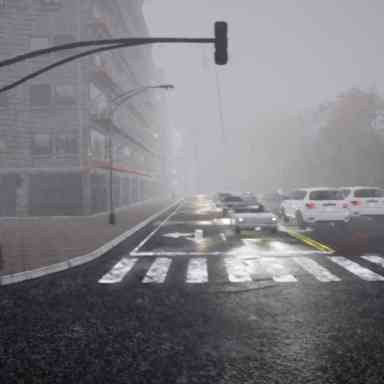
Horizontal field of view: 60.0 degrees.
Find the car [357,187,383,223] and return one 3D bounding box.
[{"bbox_3d":[9.680,0.703,20.416,2.150,2.045,5.566,-1,1,1],"label":"car"}]

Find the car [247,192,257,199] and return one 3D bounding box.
[{"bbox_3d":[6.947,0.763,41.908,2.033,1.411,5.357,-1,1,1],"label":"car"}]

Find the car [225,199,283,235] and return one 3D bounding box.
[{"bbox_3d":[2.901,1.240,16.569,1.895,1.301,4.718,-1,1,2],"label":"car"}]

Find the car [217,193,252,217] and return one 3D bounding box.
[{"bbox_3d":[3.136,1.033,25.483,1.812,1.442,4.674,-1,1,2],"label":"car"}]

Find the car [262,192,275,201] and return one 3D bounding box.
[{"bbox_3d":[10.207,0.710,42.173,2.033,1.411,5.357,-1,1,1],"label":"car"}]

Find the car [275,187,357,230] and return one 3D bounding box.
[{"bbox_3d":[6.369,0.790,17.893,2.150,2.045,5.566,-1,1,1],"label":"car"}]

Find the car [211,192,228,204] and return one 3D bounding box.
[{"bbox_3d":[3.697,0.752,46.093,2.033,1.411,5.357,-1,1,1],"label":"car"}]

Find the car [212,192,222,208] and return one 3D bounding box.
[{"bbox_3d":[3.449,0.860,35.771,1.837,1.490,4.892,-1,1,1],"label":"car"}]
